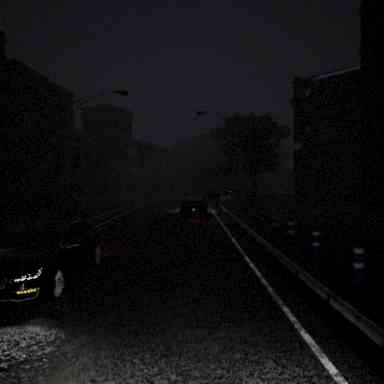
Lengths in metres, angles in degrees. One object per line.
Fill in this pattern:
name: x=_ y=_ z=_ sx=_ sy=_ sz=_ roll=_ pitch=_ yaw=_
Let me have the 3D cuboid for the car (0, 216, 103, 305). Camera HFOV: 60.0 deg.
car: x=-3.594 y=1.431 z=8.189 sx=1.837 sy=1.490 sz=4.892 roll=0 pitch=1 yaw=0

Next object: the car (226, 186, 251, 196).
car: x=7.353 y=-0.141 z=54.018 sx=4.892 sy=1.490 sz=1.837 roll=-2 pitch=0 yaw=-33

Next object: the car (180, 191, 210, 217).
car: x=0.115 y=0.939 z=24.425 sx=1.882 sy=1.535 sz=5.008 roll=0 pitch=2 yaw=0

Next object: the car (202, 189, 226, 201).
car: x=2.227 y=0.343 z=42.569 sx=2.033 sy=1.411 sz=5.357 roll=-1 pitch=2 yaw=23
